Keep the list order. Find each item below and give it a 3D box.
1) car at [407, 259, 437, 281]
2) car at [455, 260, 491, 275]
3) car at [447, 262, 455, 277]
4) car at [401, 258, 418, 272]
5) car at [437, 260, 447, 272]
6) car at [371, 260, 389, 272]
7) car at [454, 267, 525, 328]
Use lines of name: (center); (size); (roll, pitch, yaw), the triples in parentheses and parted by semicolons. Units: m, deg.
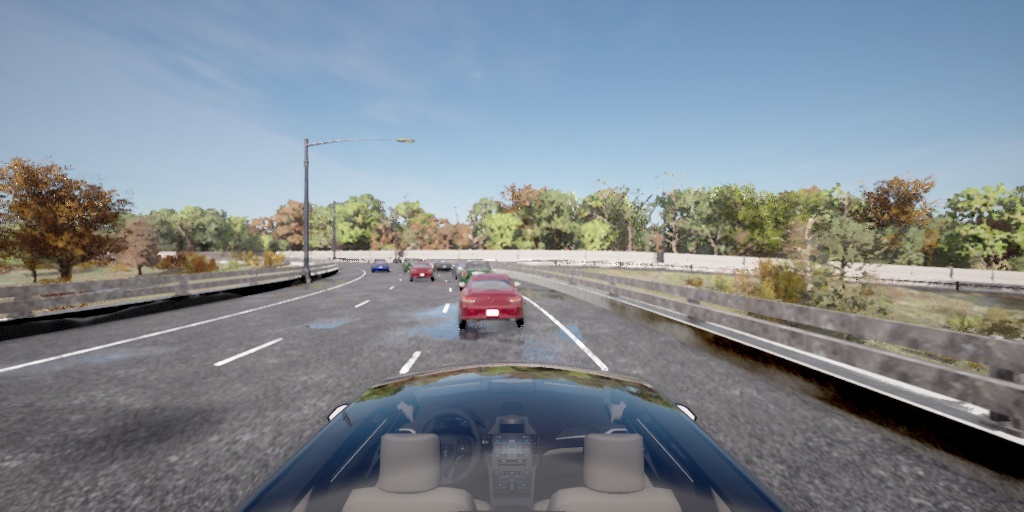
car: (-7.210, 1.210, 28.717); (1.812, 1.442, 4.674); (0, 0, -15)
car: (-2.196, 1.050, 21.821); (2.097, 1.767, 4.553); (0, 0, -10)
car: (-4.150, 1.223, 30.936); (2.033, 1.411, 5.357); (0, 0, -14)
car: (-12.011, 1.002, 42.855); (2.097, 1.767, 4.553); (0, 0, -22)
car: (-8.733, 1.209, 44.134); (1.994, 1.385, 4.181); (0, 0, -22)
car: (-15.870, 1.218, 43.077); (1.994, 1.385, 4.181); (0, 0, -22)
car: (-0.690, 1.251, 11.238); (1.812, 1.442, 4.674); (0, 0, -5)
